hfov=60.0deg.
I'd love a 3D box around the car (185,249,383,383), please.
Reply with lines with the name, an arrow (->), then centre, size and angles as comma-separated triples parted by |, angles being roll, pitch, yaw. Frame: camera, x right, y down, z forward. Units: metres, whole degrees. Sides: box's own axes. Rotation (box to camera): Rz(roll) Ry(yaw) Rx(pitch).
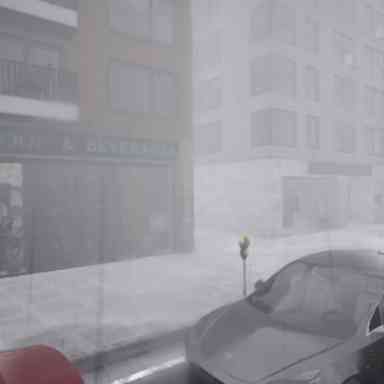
car -> 1.950, 1.509, 4.232 | 4.313, 1.339, 1.947 | -1, 1, -35

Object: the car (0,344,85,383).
car -> -2.554, 1.564, 1.032 | 4.507, 1.381, 1.887 | -1, 1, -35
